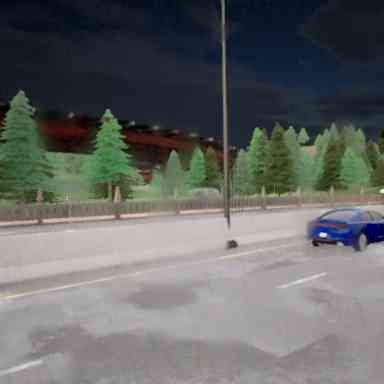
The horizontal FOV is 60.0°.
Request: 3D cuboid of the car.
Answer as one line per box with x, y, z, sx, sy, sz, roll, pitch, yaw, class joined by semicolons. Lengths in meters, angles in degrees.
6.734;1.399;13.662;5.008;1.535;1.882;0;-1;-38;car
